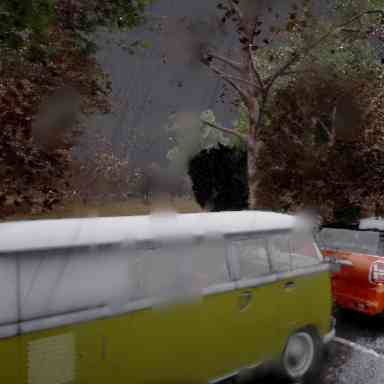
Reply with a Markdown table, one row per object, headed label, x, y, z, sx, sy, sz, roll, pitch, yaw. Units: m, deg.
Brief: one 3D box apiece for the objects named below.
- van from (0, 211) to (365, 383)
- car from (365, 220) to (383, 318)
| label | x | y | z | sx | sy | sz | roll | pitch | yaw |
| --- | --- | --- | --- | --- | --- | --- | --- | --- | --- |
| van | -0.106 | 1.260 | 3.978 | 4.442 | 1.987 | 1.878 | 0 | 0 | -33 |
| car | 4.304 | 1.375 | 7.133 | 4.553 | 1.767 | 2.185 | 0 | 0 | -33 |
